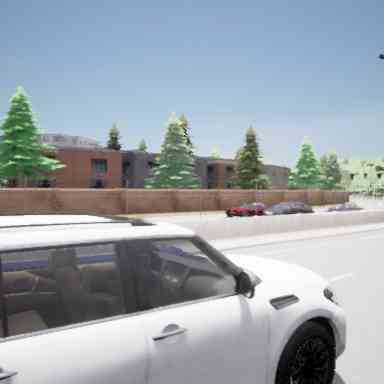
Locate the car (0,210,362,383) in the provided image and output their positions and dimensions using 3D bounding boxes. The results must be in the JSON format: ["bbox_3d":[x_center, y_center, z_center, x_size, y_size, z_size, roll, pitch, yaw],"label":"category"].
[{"bbox_3d":[-0.840,1.226,3.195,5.566,2.045,2.150,0,0,-35],"label":"car"}]

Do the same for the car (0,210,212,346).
[{"bbox_3d":[-2.038,1.356,6.617,4.553,1.767,2.097,0,0,-35],"label":"car"}]

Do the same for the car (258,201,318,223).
[{"bbox_3d":[7.783,1.537,26.770,4.902,1.511,2.128,0,0,-36],"label":"car"}]

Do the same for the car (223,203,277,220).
[{"bbox_3d":[5.151,1.645,29.173,4.718,1.301,1.895,0,0,-36],"label":"car"}]
